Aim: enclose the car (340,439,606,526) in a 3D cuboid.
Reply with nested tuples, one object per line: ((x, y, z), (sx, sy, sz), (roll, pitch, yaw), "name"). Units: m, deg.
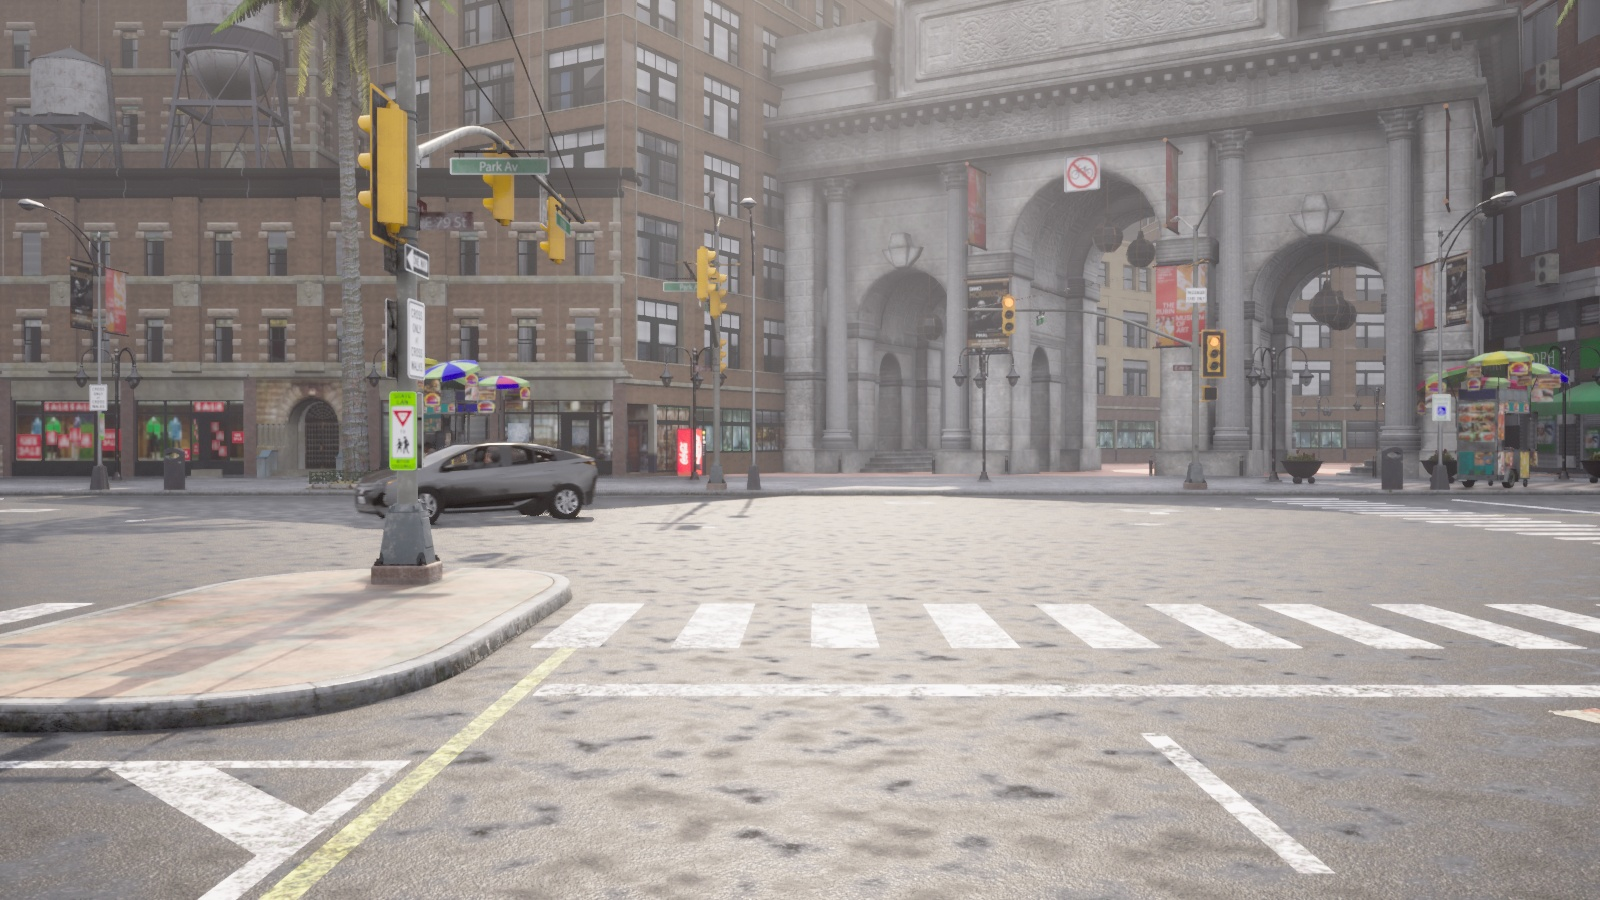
((-6.210, 0.552, 24.058), (4.514, 1.525, 2.007), (0, 0, -37), "car")
